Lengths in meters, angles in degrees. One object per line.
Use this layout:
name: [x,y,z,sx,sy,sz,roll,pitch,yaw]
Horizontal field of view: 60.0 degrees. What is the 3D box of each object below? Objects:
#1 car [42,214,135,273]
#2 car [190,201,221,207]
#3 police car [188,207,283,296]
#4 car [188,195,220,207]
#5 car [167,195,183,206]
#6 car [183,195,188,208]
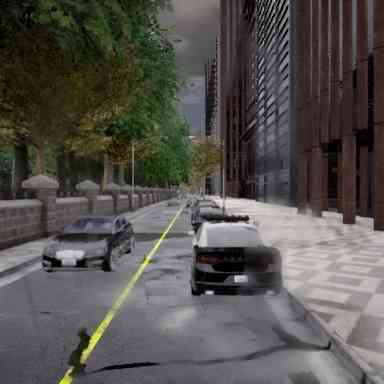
car: [-3.068,1.488,10.754,2.128,1.511,4.902,0,0,0]
car: [0.960,1.493,18.700,1.837,1.490,4.892,0,0,0]
police car: [0.927,1.422,8.810,1.930,1.638,5.238,0,0,0]
car: [0.981,1.333,24.670,2.097,1.767,4.553,0,0,0]
car: [-2.916,1.557,52.618,1.895,1.301,4.718,0,0,0]
car: [0.176,1.506,46.892,2.033,1.411,5.357,0,0,1]
